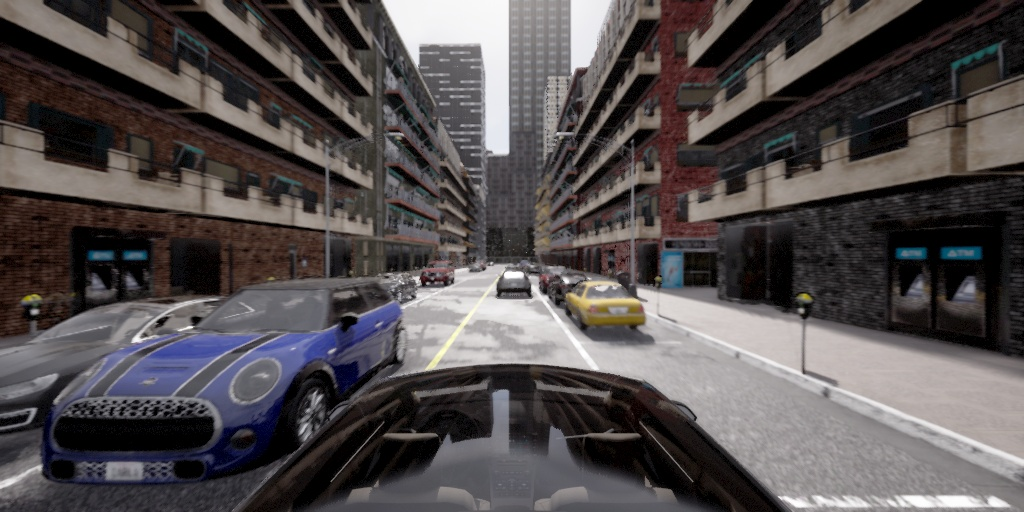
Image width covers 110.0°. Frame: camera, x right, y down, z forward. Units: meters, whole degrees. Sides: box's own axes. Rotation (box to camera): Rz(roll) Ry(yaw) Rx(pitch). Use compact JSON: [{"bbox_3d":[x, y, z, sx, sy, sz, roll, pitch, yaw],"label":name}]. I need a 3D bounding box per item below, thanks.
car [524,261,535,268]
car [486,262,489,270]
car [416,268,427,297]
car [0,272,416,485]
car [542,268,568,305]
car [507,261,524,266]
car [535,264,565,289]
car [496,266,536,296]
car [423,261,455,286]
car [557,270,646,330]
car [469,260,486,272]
[{"bbox_3d":[2.731,1.707,44.819,1.948,1.339,4.313,0,0,0],"label":"car"},{"bbox_3d":[-5.634,1.629,61.661,2.192,1.841,5.009,0,0,0],"label":"car"},{"bbox_3d":[-5.674,1.450,16.846,2.007,1.370,4.403,0,0,0],"label":"car"},{"bbox_3d":[-3.087,1.139,5.109,2.097,1.767,4.553,0,-1,0],"label":"car"},{"bbox_3d":[2.707,1.449,16.810,1.948,1.339,4.313,0,0,0],"label":"car"},{"bbox_3d":[0.139,1.629,42.451,1.837,1.490,4.892,0,-1,0],"label":"car"},{"bbox_3d":[2.712,1.374,22.412,1.967,1.591,4.097,0,0,0],"label":"car"},{"bbox_3d":[0.115,1.490,20.924,1.994,1.385,4.181,0,0,0],"label":"car"},{"bbox_3d":[-5.664,1.318,28.050,2.192,1.841,5.009,0,0,0],"label":"car"},{"bbox_3d":[2.702,1.357,11.378,1.751,1.417,4.829,0,0,0],"label":"car"},{"bbox_3d":[-5.639,1.812,56.058,2.007,1.370,4.403,0,0,0],"label":"car"}]
